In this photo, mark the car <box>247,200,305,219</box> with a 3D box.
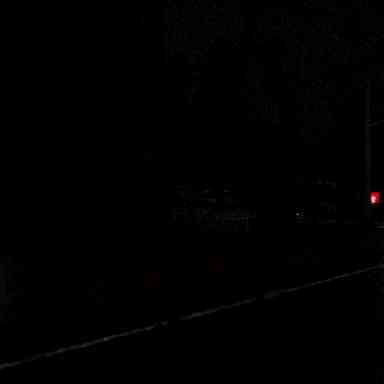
[{"bbox_3d":[7.495,1.616,29.269,1.895,1.301,4.718,0,0,-37],"label":"car"}]

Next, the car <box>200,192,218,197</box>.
[{"bbox_3d":[5.034,1.113,92.368,1.932,1.855,4.605,0,0,-37],"label":"car"}]

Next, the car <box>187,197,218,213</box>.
[{"bbox_3d":[1.437,1.579,37.289,1.994,1.385,4.181,0,0,-37],"label":"car"}]

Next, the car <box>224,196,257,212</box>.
[{"bbox_3d":[6.123,1.506,37.211,2.128,1.511,4.902,0,0,-37],"label":"car"}]
